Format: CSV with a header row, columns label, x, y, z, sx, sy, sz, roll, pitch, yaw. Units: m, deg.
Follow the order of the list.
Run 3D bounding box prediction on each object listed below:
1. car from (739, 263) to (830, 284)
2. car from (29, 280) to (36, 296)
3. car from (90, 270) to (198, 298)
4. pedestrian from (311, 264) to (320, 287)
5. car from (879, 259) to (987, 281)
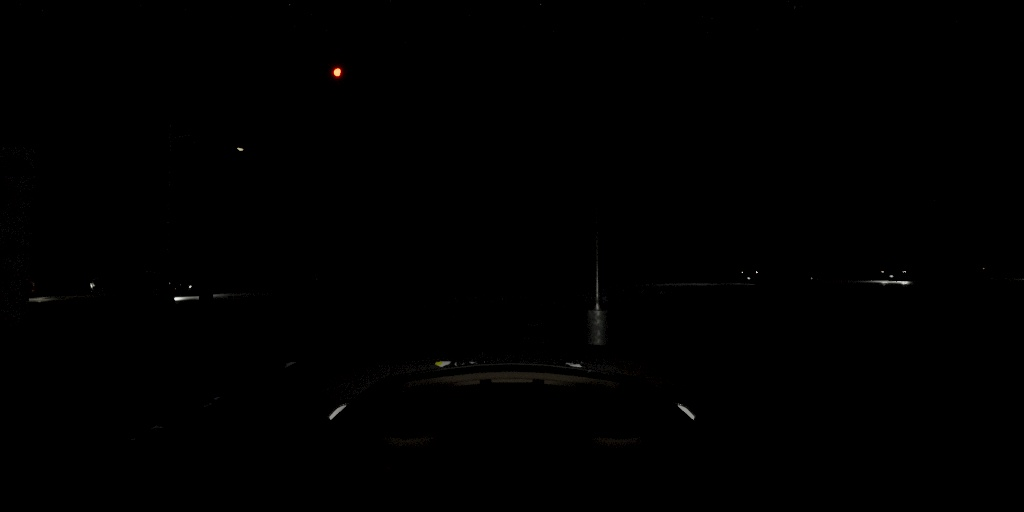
label,x,y,z,sx,sy,sz,roll,pitch,yaw
car,17.658,1.101,23.427,4.718,1.301,1.895,-1,-2,0
car,-29.645,1.582,19.861,5.008,1.535,1.882,-1,-2,0
car,-20.220,1.494,19.832,4.892,1.490,1.837,-1,-2,0
pedestrian,-15.054,1.466,27.422,0.375,1.860,0.375,0,-1,0
car,27.400,0.893,23.404,5.357,1.411,2.033,-1,-2,0
